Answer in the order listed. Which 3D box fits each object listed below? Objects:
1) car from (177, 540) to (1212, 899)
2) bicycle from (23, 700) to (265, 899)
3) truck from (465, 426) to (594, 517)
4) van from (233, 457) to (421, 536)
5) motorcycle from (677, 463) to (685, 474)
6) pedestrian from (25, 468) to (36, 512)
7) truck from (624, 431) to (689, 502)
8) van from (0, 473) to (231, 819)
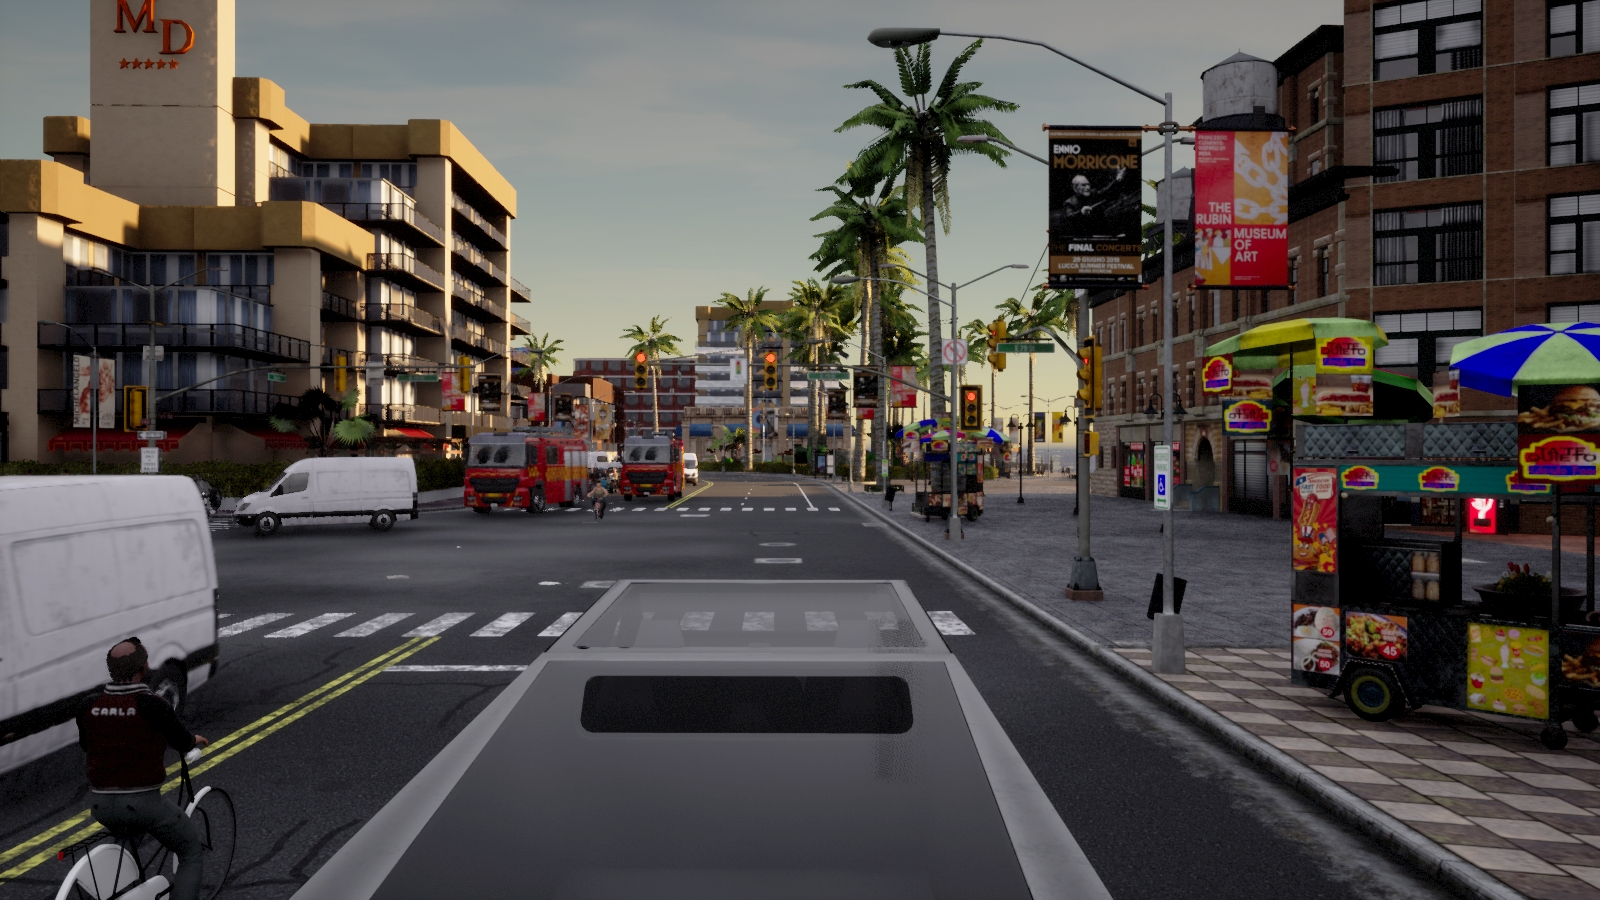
[{"bbox_3d":[-0.214,1.754,5.773,2.390,2.098,6.274,0,0,1],"label":"car"},{"bbox_3d":[-3.625,2.210,6.485,0.329,1.171,1.835,0,0,0],"label":"bicycle"},{"bbox_3d":[-12.189,0.890,52.397,2.891,3.827,8.468,0,0,8],"label":"truck"},{"bbox_3d":[-16.445,1.534,39.816,5.915,2.561,1.988,0,0,-27],"label":"van"},{"bbox_3d":[-14.189,2.182,136.549,0.856,1.236,1.805,0,0,-1],"label":"motorcycle"},{"bbox_3d":[-32.889,1.696,48.856,0.375,1.860,0.375,0,0,-32],"label":"pedestrian"},{"bbox_3d":[-8.113,0.890,65.657,2.891,3.827,8.468,0,0,-1],"label":"truck"},{"bbox_3d":[-7.118,1.534,9.450,1.988,2.561,5.915,0,0,-1],"label":"van"}]
